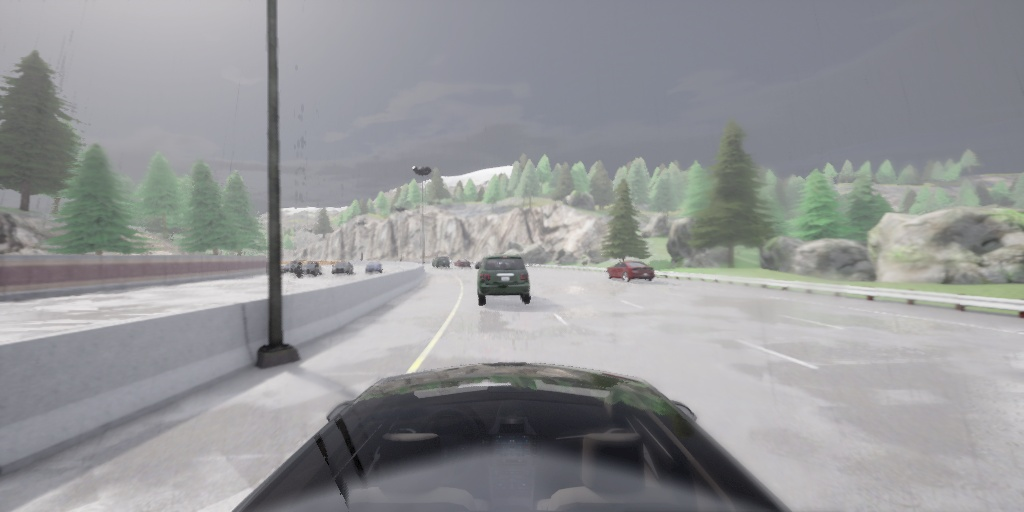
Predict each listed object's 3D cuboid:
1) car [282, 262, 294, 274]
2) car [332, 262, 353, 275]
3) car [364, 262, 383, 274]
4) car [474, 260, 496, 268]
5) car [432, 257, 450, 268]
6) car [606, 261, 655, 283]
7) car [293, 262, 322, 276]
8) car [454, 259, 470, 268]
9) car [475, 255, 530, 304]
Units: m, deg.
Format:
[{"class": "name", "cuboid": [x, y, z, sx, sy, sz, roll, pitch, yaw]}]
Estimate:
[{"class": "car", "cuboid": [-29.632, 1.614, 48.689, 1.837, 1.490, 4.892, -1, 0, -20]}, {"class": "car", "cuboid": [-20.480, 1.503, 43.535, 1.837, 1.490, 4.892, -1, 0, -17]}, {"class": "car", "cuboid": [-17.296, 1.486, 45.134, 1.812, 1.442, 4.674, -1, 0, -17]}, {"class": "car", "cuboid": [-4.907, 1.354, 64.276, 2.033, 1.411, 5.357, -1, 0, -27]}, {"class": "car", "cuboid": [-12.520, 1.122, 63.065, 2.150, 2.045, 5.566, 0, 0, -24]}, {"class": "car", "cuboid": [8.779, 1.119, 27.049, 1.882, 1.535, 5.008, 0, 0, -9]}, {"class": "car", "cuboid": [-23.741, 1.544, 42.211, 1.837, 1.490, 4.892, -1, 0, -17]}, {"class": "car", "cuboid": [-8.844, 1.333, 63.419, 1.882, 1.535, 5.008, 0, 0, -23]}, {"class": "car", "cuboid": [-0.510, 0.977, 16.580, 2.150, 2.045, 5.566, 0, 0, -5]}]
